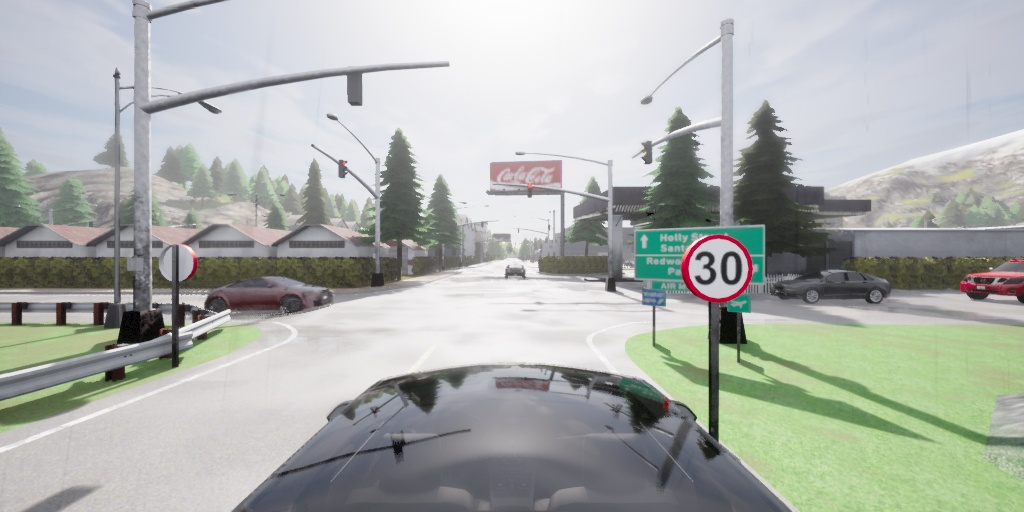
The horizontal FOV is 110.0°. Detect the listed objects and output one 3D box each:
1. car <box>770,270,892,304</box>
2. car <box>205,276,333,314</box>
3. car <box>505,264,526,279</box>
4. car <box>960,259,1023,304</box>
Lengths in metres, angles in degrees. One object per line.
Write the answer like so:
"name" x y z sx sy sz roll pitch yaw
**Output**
"car" 15.201 1.446 17.248 4.892 1.490 1.837 0 0 1
"car" -9.404 1.488 14.092 4.181 1.385 1.994 -1 0 -3
"car" 0.325 1.425 34.500 1.895 1.301 4.718 2 -1 0
"car" 25.171 1.163 17.117 5.566 2.045 2.150 0 0 0
